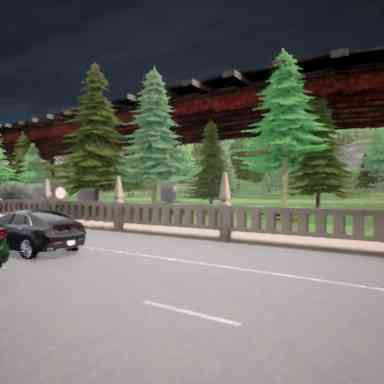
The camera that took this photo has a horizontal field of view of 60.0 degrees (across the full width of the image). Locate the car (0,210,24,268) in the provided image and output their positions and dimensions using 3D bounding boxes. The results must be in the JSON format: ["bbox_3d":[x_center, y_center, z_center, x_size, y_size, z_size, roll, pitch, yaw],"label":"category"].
[{"bbox_3d":[-7.087,1.156,8.691,5.566,2.045,2.150,0,0,33],"label":"car"}]

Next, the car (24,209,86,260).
[{"bbox_3d":[-5.932,1.404,12.076,4.892,1.490,1.837,0,0,33],"label":"car"}]
